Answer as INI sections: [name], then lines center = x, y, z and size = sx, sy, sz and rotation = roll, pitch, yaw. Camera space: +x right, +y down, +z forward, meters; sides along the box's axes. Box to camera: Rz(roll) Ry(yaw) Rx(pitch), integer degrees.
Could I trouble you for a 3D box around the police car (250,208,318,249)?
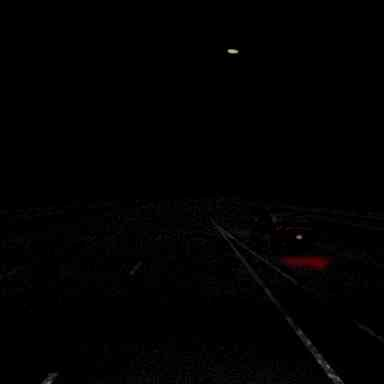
[police car]
center = 4.040, 1.581, 15.536
size = 1.930, 1.638, 5.238
rotation = 0, -1, -3
